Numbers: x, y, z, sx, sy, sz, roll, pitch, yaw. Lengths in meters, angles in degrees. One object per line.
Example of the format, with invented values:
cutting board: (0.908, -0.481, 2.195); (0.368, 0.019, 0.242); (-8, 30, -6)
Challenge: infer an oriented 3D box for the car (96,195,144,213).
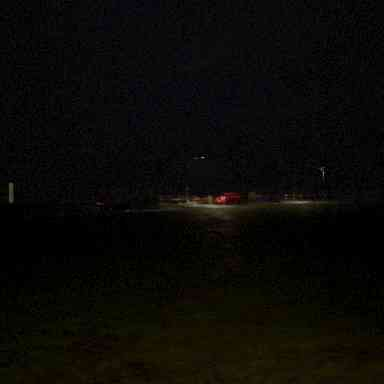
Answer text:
car: (-8.256, 1.446, 36.897); (2.128, 1.511, 4.902); (1, 1, 43)

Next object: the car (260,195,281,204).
car: (14.482, 1.369, 60.944); (1.882, 1.535, 5.008); (1, 0, 43)

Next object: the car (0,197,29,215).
car: (-17.784, 1.288, 30.867); (2.097, 1.767, 4.553); (1, 1, 42)

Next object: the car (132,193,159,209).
car: (-6.777, 1.123, 42.811); (2.150, 2.045, 5.566); (1, 1, 43)

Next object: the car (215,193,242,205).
car: (6.339, 1.184, 56.587); (2.150, 2.045, 5.566); (1, 1, 44)
